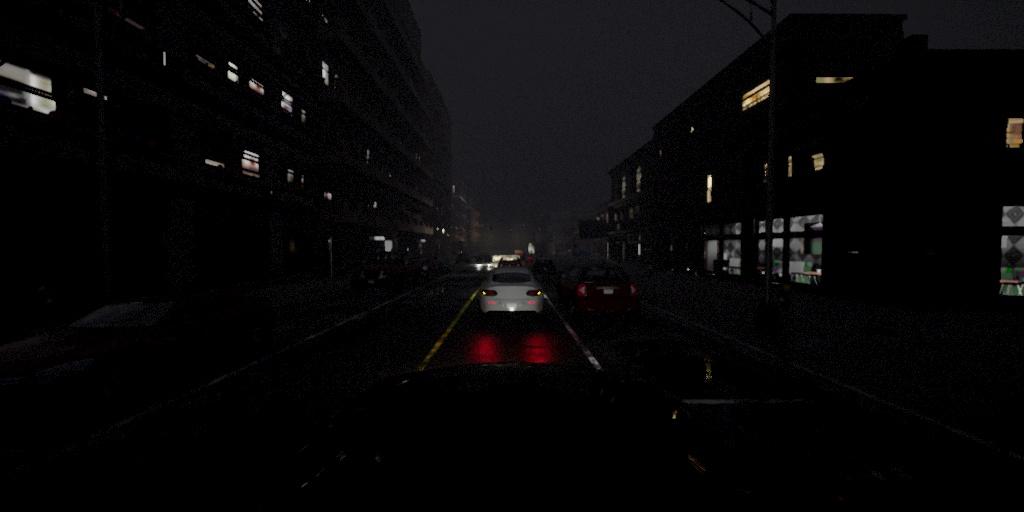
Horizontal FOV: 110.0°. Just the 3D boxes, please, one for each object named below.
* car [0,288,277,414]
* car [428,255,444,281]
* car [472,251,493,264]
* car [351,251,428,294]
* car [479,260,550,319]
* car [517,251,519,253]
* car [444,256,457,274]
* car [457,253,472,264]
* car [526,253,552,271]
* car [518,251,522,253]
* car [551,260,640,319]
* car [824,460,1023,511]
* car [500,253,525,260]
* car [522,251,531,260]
[{"bbox_3d":[-5.726,1.232,5.907,1.802,1.307,4.207,0,0,-1],"label":"car"},{"bbox_3d":[-5.881,0.678,22.992,1.967,1.591,4.097,0,0,-1],"label":"car"},{"bbox_3d":[-3.482,0.274,45.339,1.994,1.385,4.181,0,1,0],"label":"car"},{"bbox_3d":[-5.830,0.689,17.297,2.192,1.841,5.009,0,0,-1],"label":"car"},{"bbox_3d":[-0.016,1.039,11.444,1.812,1.442,4.674,0,2,0],"label":"car"},{"bbox_3d":[2.187,-0.040,57.403,1.751,1.417,4.829,0,0,-1],"label":"car"},{"bbox_3d":[-5.933,0.653,28.687,2.007,1.370,4.403,0,0,-1],"label":"car"},{"bbox_3d":[-6.088,0.267,45.771,1.948,1.339,4.313,0,0,-1],"label":"car"},{"bbox_3d":[2.448,0.648,28.759,2.007,1.370,4.403,0,0,-1],"label":"car"},{"bbox_3d":[2.240,0.110,51.537,1.888,1.381,4.507,0,0,-1],"label":"car"},{"bbox_3d":[2.602,0.947,11.675,1.967,1.591,4.097,0,0,-1],"label":"car"},{"bbox_3d":[2.707,1.349,0.286,1.948,1.339,4.313,0,0,-1],"label":"car"},{"bbox_3d":[-0.163,0.689,29.161,1.895,1.301,4.718,0,1,0],"label":"car"},{"bbox_3d":[2.344,0.374,40.147,1.888,1.381,4.507,0,0,-1],"label":"car"}]
